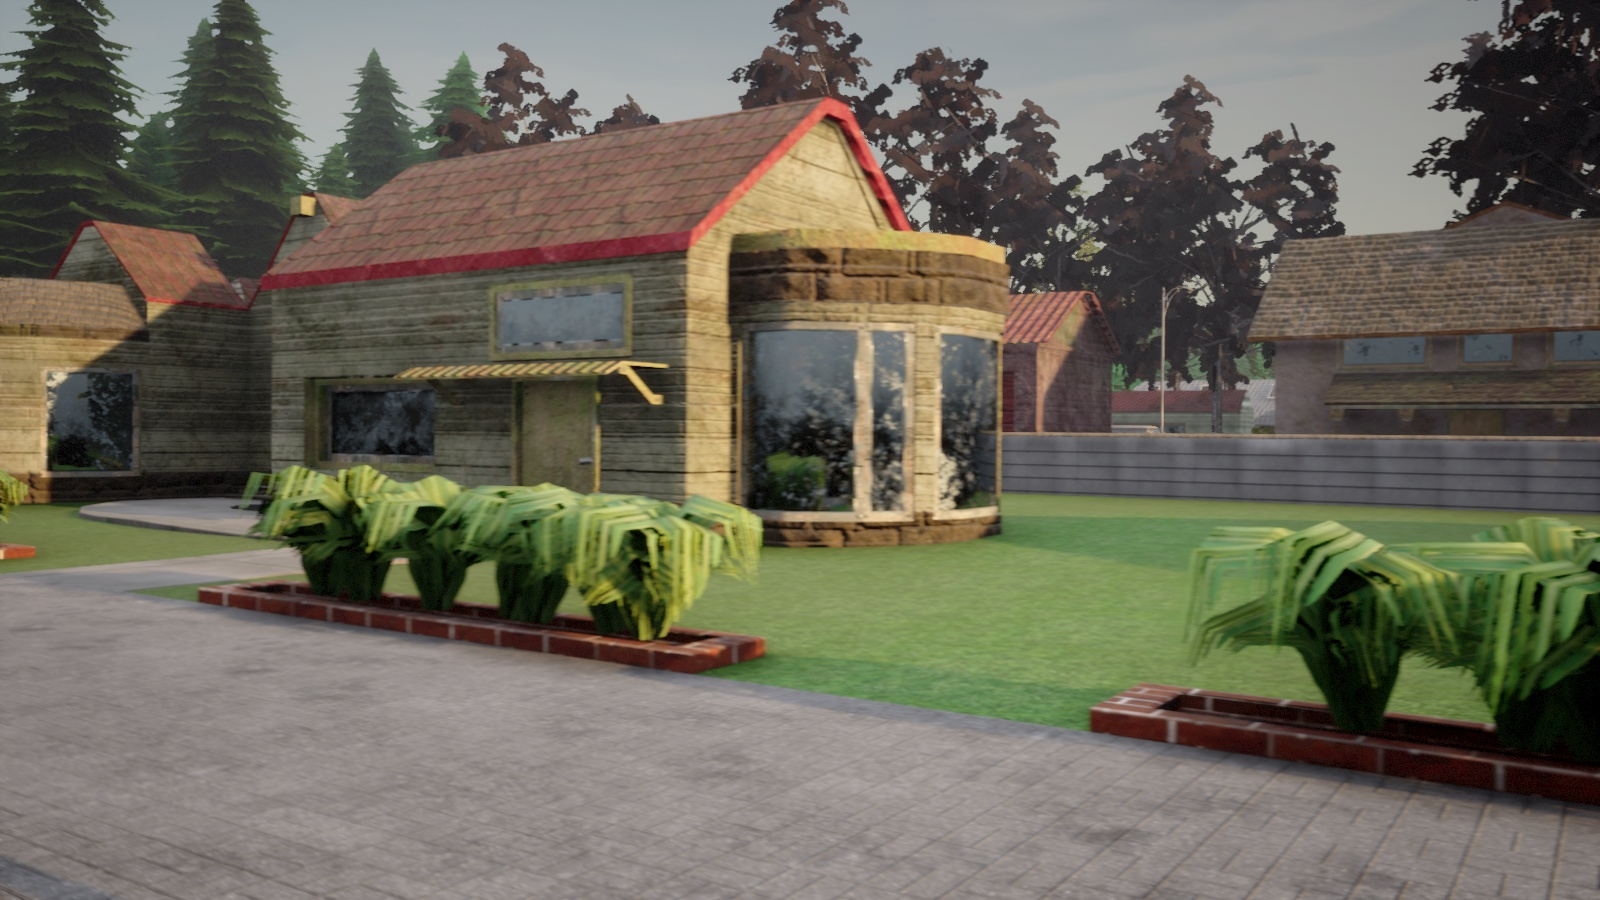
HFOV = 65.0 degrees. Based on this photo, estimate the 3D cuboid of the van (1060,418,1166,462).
[{"bbox_3d":[14.619,-0.450,58.733,4.442,1.987,1.775,0,1,34],"label":"van"}]
